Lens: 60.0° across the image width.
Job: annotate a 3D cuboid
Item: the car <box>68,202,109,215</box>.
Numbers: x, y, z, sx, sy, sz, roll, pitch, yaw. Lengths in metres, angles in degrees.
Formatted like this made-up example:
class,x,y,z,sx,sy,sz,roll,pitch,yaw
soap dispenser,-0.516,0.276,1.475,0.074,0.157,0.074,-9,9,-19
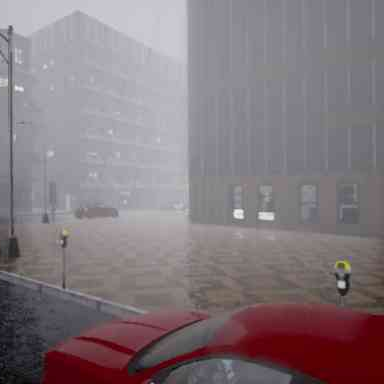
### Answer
class,x,y,z,sx,sy,sz,roll,pitch,yaw
car,-12.596,1.949,40.773,1.752,1.417,4.829,-2,-2,35

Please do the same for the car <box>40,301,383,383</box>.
class,x,y,z,sx,sy,sz,roll,pitch,yaw
car,0.685,1.544,2.394,4.507,1.381,1.887,0,0,35

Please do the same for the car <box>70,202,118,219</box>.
class,x,y,z,sx,sy,sz,roll,pitch,yaw
car,-8.930,1.712,31.521,1.967,1.590,4.097,-2,-2,35

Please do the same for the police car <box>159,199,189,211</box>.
class,x,y,z,sx,sy,sz,roll,pitch,yaw
police car,-2.950,2.110,49.889,2.038,1.542,4.974,-1,-1,35

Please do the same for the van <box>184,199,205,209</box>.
class,x,y,z,sx,sy,sz,roll,pitch,yaw
van,0.467,2.122,59.424,1.690,1.788,3.998,-2,-2,35
